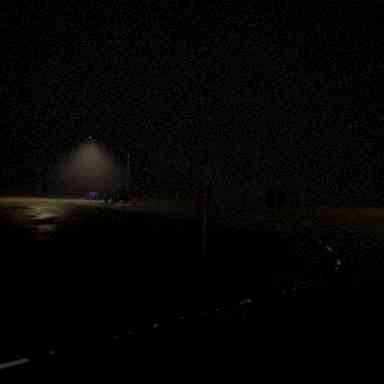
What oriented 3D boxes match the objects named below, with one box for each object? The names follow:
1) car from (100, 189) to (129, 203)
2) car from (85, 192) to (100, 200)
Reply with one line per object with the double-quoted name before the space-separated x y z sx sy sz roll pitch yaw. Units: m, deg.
"car" -11.653 0.627 51.012 2.150 2.045 5.566 2 0 -36
"car" -17.697 0.725 59.465 1.812 1.442 4.674 2 0 -36
